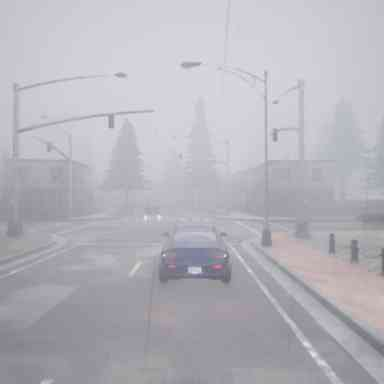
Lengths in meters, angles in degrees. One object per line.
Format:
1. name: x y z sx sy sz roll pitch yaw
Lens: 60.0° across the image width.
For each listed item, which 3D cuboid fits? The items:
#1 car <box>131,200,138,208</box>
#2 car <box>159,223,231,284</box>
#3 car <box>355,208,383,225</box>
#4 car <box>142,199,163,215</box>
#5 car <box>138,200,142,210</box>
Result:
1. car: -9.928 2.208 60.809 1.837 1.490 4.892 0 -1 -23
2. car: 0.078 1.647 9.882 1.812 1.442 4.674 0 -1 0
3. car: 15.513 1.903 26.103 4.718 1.301 1.895 0 -1 2
4. car: -4.832 1.943 41.105 1.882 1.535 5.008 0 -1 -6
5. car: -6.559 1.937 50.997 2.097 1.767 4.553 0 -1 -15
